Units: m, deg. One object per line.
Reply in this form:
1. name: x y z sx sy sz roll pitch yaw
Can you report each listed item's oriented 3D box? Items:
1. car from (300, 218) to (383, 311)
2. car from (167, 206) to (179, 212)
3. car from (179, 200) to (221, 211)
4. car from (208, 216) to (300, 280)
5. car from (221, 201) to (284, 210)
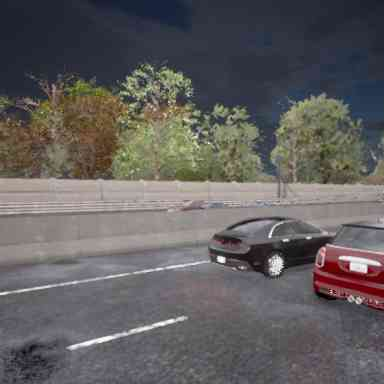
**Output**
1. car: 4.650 1.338 7.065 4.553 1.767 2.097 0 0 -35
2. car: 0.020 1.496 29.783 4.674 1.442 1.812 0 0 -36
3. car: 1.473 1.535 26.533 4.181 1.385 1.994 0 0 -35
4. car: 2.730 1.491 9.993 4.892 1.490 1.837 0 0 -35
5. car: 4.894 1.460 24.671 4.902 1.511 2.128 0 0 -35
